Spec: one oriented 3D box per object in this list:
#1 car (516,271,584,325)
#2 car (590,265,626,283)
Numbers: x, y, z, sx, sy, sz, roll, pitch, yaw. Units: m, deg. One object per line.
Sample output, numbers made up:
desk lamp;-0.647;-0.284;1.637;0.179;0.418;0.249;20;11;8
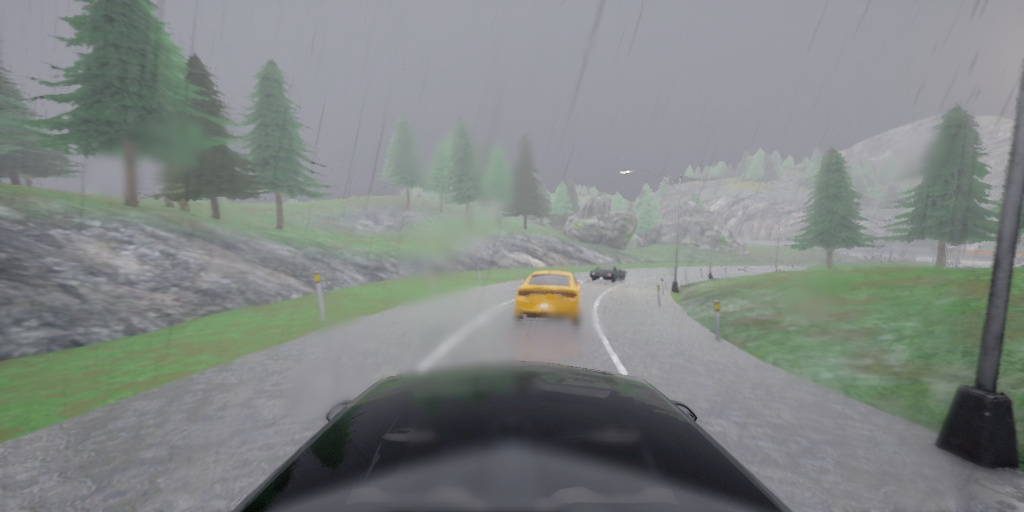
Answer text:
car;1.389;1.229;12.178;1.882;1.535;5.008;1;0;11
car;7.993;1.425;29.423;1.895;1.301;4.718;4;2;30
